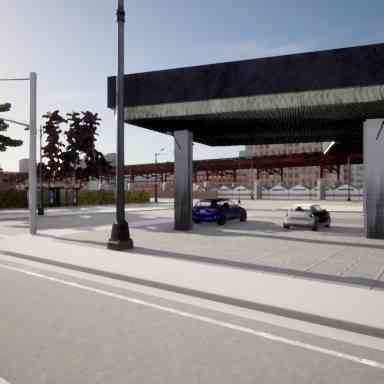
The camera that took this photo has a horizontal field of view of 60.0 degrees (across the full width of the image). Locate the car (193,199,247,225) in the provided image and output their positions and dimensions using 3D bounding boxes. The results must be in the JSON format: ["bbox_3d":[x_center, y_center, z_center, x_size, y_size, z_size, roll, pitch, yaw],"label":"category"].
[{"bbox_3d":[1.993,1.295,23.020,2.242,1.667,4.611,0,0,37],"label":"car"}]

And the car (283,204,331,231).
[{"bbox_3d":[7.074,1.456,20.232,1.970,1.475,3.806,0,0,37],"label":"car"}]
